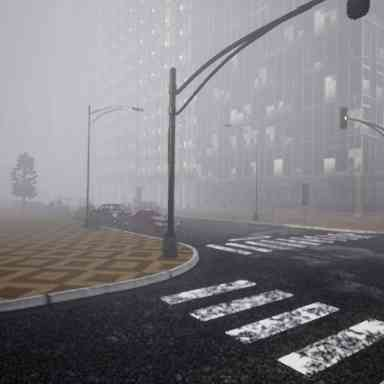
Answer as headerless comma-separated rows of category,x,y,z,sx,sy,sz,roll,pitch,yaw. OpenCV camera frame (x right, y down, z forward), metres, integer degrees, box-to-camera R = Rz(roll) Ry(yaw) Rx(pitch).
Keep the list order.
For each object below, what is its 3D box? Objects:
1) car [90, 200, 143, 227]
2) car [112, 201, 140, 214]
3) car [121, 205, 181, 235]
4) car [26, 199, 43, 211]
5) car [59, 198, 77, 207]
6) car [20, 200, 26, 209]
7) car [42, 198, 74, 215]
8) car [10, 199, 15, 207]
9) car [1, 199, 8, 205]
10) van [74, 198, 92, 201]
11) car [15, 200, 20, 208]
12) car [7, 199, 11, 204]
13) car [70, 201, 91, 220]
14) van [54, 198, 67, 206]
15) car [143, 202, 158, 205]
car,-5.538,1.572,24.007,1.967,1.590,4.097,1,-1,-35
car,-8.536,1.970,42.919,1.752,1.417,4.829,1,-1,-35
car,-2.281,1.660,19.348,1.802,1.307,4.206,1,-1,-35
car,-21.820,1.956,47.295,2.008,1.369,4.403,1,-1,-35
car,-24.720,2.031,66.072,2.192,1.841,5.009,1,-1,-35
car,-25.076,2.026,51.953,1.947,1.339,4.313,1,-1,-35
car,-15.307,1.736,37.981,1.967,1.590,4.097,1,-1,-35
car,-31.589,2.121,61.269,2.008,1.369,4.403,1,-1,-35
car,-41.358,2.285,75.243,2.008,1.369,4.403,1,-1,-35
van,-18.207,1.948,56.756,1.690,1.788,3.998,1,-1,-35
car,-28.332,2.060,56.612,1.887,1.381,4.507,1,-1,-35
car,-34.845,2.207,65.927,1.802,1.307,4.206,1,-1,-35
car,-8.697,1.711,28.525,1.752,1.417,4.829,1,-1,-35
van,-27.977,2.112,70.730,1.690,1.788,3.998,1,-1,-35
car,-5.182,1.828,38.123,1.967,1.590,4.097,1,-1,-35
